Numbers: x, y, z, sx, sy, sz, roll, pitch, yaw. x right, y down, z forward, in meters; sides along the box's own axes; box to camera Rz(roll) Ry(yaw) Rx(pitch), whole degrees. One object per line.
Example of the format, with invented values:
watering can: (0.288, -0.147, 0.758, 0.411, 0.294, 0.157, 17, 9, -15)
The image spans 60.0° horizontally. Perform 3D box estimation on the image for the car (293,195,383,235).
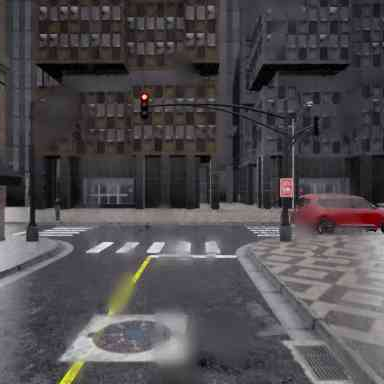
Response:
car: (8.308, 1.206, 17.877, 5.566, 2.045, 2.150, 0, 0, 1)

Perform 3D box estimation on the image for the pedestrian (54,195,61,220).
pedestrian: (-9.812, 1.152, 24.334, 0.375, 1.860, 0.375, 0, 0, 1)
